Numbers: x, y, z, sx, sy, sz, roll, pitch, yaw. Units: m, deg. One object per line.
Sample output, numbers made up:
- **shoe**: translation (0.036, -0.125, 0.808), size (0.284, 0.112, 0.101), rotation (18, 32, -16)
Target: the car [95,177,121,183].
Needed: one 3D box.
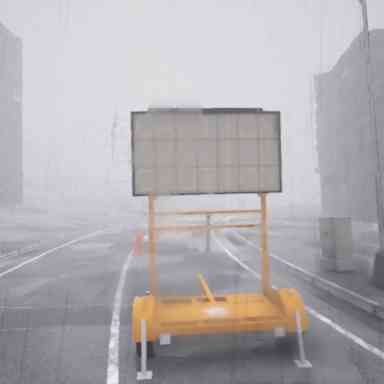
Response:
- **car**: translation (-16.344, -2.029, 61.811), size (2.231, 1.521, 4.892), rotation (-6, -5, 43)

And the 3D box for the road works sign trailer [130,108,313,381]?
- **road works sign trailer**: translation (0.248, 0.442, 5.490), size (2.380, 3.560, 2.880), rotation (-1, 0, -5)

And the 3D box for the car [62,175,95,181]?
- **car**: translation (-20.111, -2.141, 57.777), size (2.231, 1.521, 4.892), rotation (-6, -5, 43)

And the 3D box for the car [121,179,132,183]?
- **car**: translation (-12.633, -1.851, 65.932), size (2.002, 1.452, 4.674), rotation (-6, -5, 42)
